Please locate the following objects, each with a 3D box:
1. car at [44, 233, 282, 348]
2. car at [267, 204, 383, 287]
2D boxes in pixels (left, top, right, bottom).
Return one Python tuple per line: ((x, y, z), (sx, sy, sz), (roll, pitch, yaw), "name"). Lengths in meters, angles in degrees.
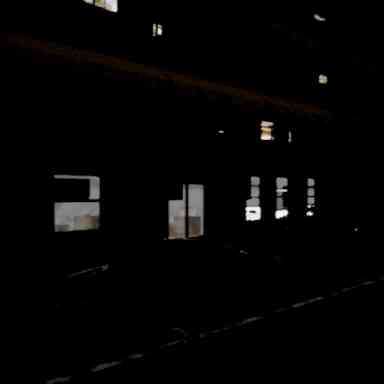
((-0.471, 1.579, 6.223), (4.206, 1.307, 1.802), (0, 0, -35), "car")
((4.127, 1.306, 9.503), (5.009, 1.841, 2.192), (0, 0, -35), "car")
